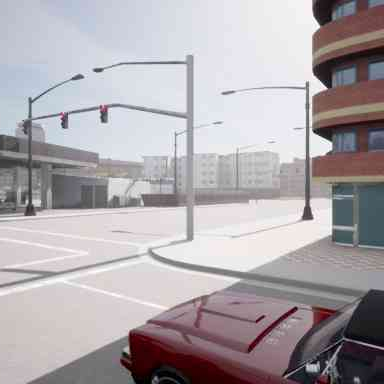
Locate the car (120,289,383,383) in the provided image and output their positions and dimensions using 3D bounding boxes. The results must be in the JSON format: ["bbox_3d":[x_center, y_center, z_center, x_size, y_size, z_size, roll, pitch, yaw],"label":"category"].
[{"bbox_3d":[1.589,1.601,2.840,4.718,1.301,1.895,0,0,36],"label":"car"}]

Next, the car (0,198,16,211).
[{"bbox_3d":[-22.264,1.456,38.800,3.806,1.475,1.970,0,0,36],"label":"car"}]
